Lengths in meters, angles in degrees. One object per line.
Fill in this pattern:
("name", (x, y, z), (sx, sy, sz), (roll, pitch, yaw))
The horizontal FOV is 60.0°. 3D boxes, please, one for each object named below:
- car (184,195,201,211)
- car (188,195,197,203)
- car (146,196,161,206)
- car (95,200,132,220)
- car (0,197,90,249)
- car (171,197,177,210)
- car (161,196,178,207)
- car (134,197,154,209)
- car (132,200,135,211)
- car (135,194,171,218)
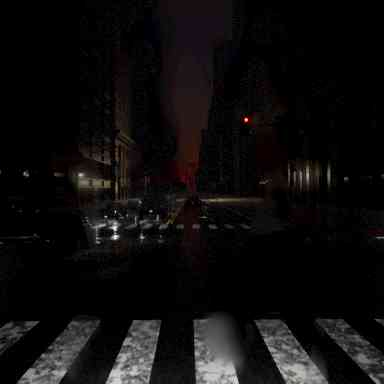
("car", (0.086, 1.327, 41.305), (2.097, 1.767, 4.553), (0, 0, 0))
("car", (0.101, 1.431, 70.289), (1.837, 1.490, 4.892), (0, 0, 0))
("car", (-6.558, 1.503, 57.039), (2.033, 1.411, 5.357), (0, 0, 0))
("car", (-6.617, 1.588, 27.860), (1.895, 1.301, 4.718), (0, 0, 1))
("car", (-6.986, 1.214, 13.346), (5.566, 2.045, 2.150), (0, 1, -21))
("car", (-3.346, 1.469, 39.999), (2.128, 1.511, 4.902), (0, 0, 0))
("car", (-3.331, 1.457, 50.421), (2.128, 1.511, 4.902), (0, 0, 0))
("car", (-6.591, 1.462, 46.384), (2.128, 1.511, 4.902), (0, 0, 0))
("car", (-6.598, 1.580, 36.975), (1.895, 1.301, 4.718), (0, 0, 0))
("car", (-3.349, 1.207, 29.905), (2.150, 2.045, 5.566), (0, 0, 0))
